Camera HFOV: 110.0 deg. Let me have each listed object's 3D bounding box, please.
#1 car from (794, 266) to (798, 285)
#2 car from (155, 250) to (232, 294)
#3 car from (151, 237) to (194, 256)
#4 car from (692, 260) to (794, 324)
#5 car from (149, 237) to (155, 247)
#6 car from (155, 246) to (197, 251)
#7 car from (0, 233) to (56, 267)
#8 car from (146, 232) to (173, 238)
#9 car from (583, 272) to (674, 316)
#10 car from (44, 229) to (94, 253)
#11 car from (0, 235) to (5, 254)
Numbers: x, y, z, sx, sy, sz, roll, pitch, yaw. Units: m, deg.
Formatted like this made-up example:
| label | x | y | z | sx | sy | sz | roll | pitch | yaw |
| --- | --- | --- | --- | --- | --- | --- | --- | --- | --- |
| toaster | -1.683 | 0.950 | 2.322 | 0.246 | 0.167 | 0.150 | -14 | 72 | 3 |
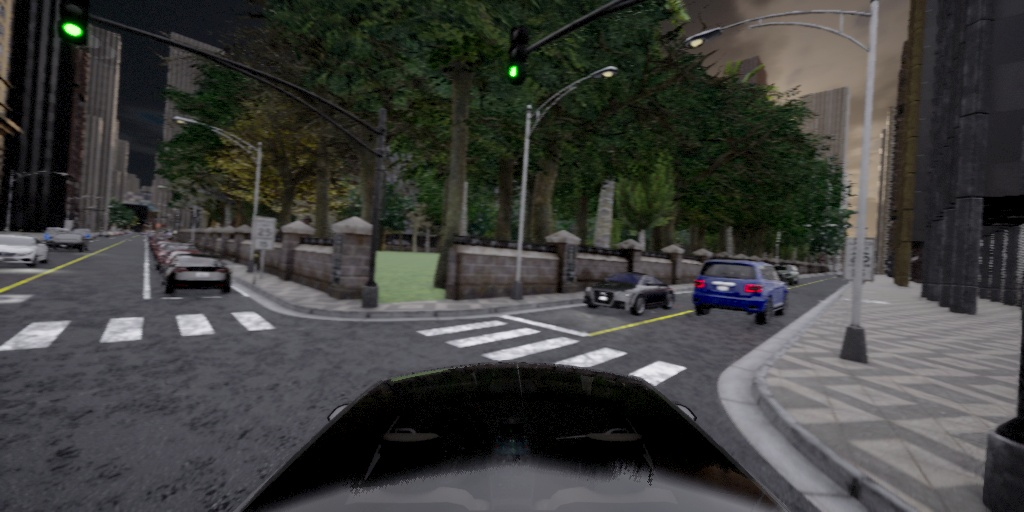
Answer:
| label | x | y | z | sx | sy | sz | roll | pitch | yaw |
| --- | --- | --- | --- | --- | --- | --- | --- | --- | --- |
| car | 28.702 | 1.946 | 37.979 | 2.150 | 2.045 | 5.566 | 4 | 1 | 45 |
| car | -11.865 | 0.564 | 13.430 | 4.313 | 1.339 | 1.948 | 0 | 0 | 44 |
| car | -19.593 | -0.059 | 21.017 | 4.097 | 1.591 | 1.967 | 0 | 0 | 44 |
| car | 8.668 | 1.209 | 13.440 | 2.150 | 2.045 | 5.566 | 4 | 1 | 45 |
| car | -31.185 | -0.707 | 32.396 | 4.507 | 1.381 | 1.888 | 0 | 0 | 44 |
| car | -15.729 | 0.332 | 17.223 | 4.207 | 1.307 | 1.802 | 0 | 0 | 44 |
| car | -24.206 | -0.300 | 17.400 | 4.674 | 1.442 | 1.812 | 5 | 0 | 44 |
| car | -38.912 | -1.443 | 39.983 | 5.009 | 1.841 | 2.192 | 0 | 0 | 44 |
| car | 4.553 | 1.332 | 13.721 | 4.181 | 1.385 | 1.994 | 2 | 1 | -45 |
| car | -36.826 | -1.169 | 29.847 | 5.008 | 1.535 | 1.882 | 3 | -1 | 45 |
| car | -16.012 | -0.078 | 9.353 | 5.566 | 2.045 | 2.150 | 4 | 0 | 45 |
